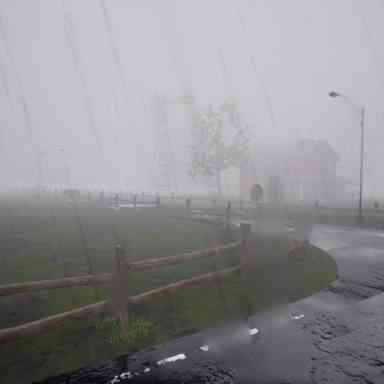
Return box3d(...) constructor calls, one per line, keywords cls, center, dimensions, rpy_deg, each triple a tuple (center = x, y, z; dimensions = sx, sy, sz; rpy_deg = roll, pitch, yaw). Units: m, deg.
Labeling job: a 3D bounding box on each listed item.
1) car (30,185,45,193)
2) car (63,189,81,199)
box3d(cls="car", center=(-38.808, -0.823, 84.324), dimensions=(2.150, 2.045, 5.566), rpy_deg=(1, 1, -35))
box3d(cls="car", center=(-18.246, 0.322, 50.351), dimensions=(1.837, 1.490, 4.892), rpy_deg=(1, 1, -35))
